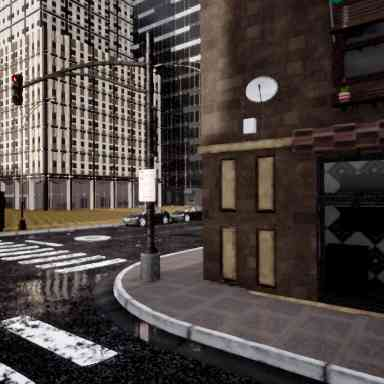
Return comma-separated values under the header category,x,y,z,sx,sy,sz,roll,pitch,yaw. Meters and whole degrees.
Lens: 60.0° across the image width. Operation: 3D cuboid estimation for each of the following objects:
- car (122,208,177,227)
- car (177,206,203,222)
category,x,y,z,sx,sy,sz,roll,pitch,yaw
car,-3.490,1.901,25.905,2.008,1.369,4.403,-2,-2,35
car,-0.286,1.983,30.461,2.008,1.369,4.403,-2,-2,35
